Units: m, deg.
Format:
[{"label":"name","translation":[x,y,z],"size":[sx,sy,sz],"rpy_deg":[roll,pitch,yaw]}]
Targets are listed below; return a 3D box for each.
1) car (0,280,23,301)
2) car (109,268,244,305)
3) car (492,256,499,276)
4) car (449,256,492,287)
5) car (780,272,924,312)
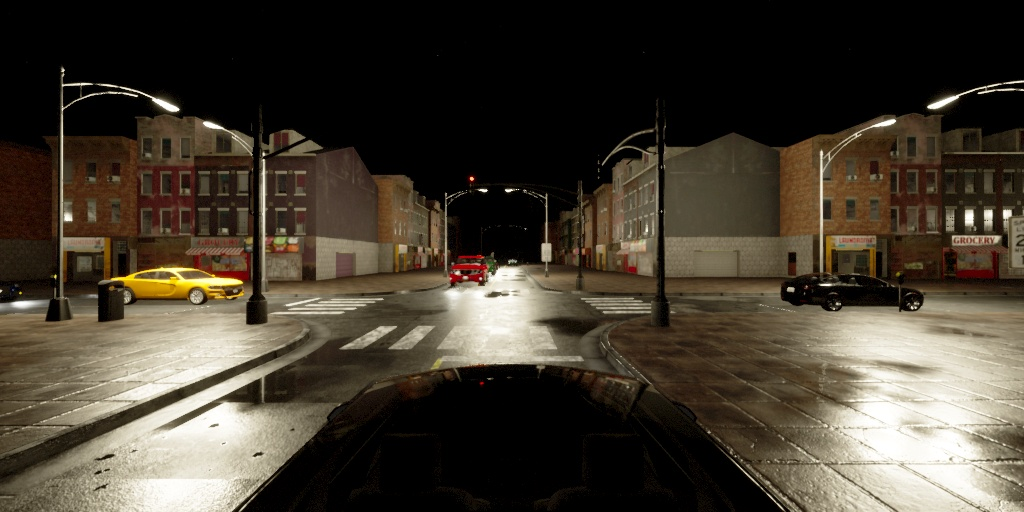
[{"label":"car","translation":[-24.593,1.391,15.788],"size":[4.181,1.385,1.994],"rpy_deg":[0,0,0]},{"label":"car","translation":[-14.589,1.270,15.759],"size":[5.008,1.535,1.882],"rpy_deg":[0,0,2]},{"label":"car","translation":[-2.829,0.992,38.148],"size":[2.150,2.045,5.566],"rpy_deg":[0,0,0]},{"label":"car","translation":[-2.835,0.982,24.614],"size":[2.150,2.045,5.566],"rpy_deg":[0,0,0]},{"label":"car","translation":[12.357,1.266,13.210],"size":[4.313,1.339,1.948],"rpy_deg":[0,0,0]}]
